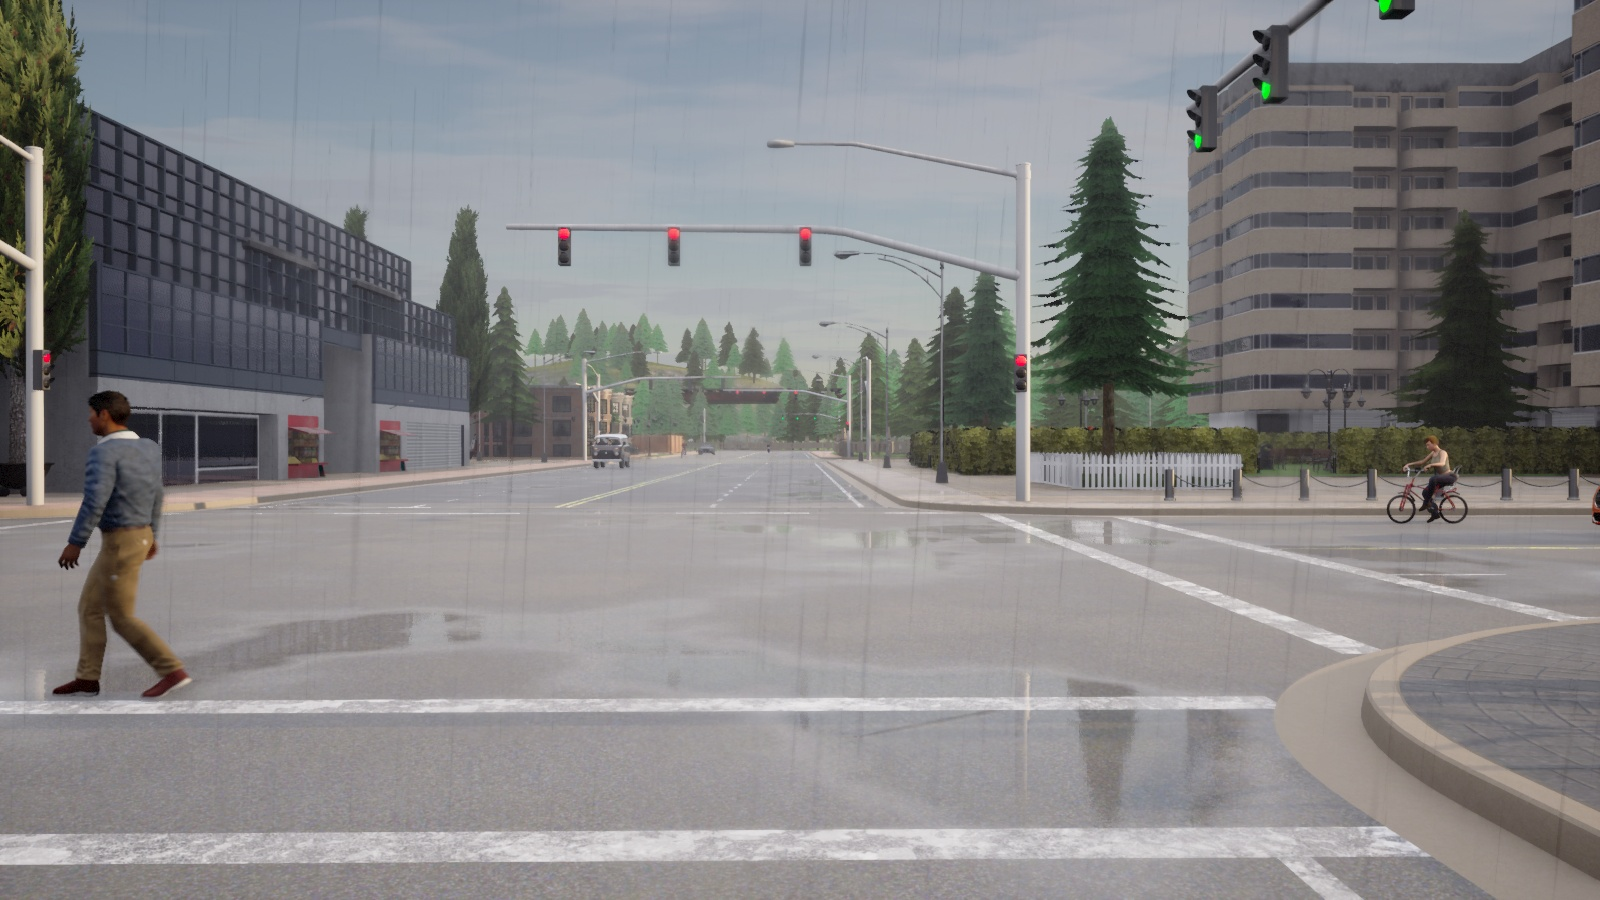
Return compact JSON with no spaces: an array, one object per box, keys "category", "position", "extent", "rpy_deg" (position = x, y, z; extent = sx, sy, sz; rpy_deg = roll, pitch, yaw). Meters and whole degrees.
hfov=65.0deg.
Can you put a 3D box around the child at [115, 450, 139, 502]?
[{"category":"child","position":[-15.669,0.607,29.236],"extent":[0.343,1.192,0.448],"rpy_deg":[0,0,-3]}]

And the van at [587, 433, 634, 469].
[{"category":"van","position":[-11.067,0.046,73.604],"extent":[2.069,2.038,4.480],"rpy_deg":[0,0,0]}]

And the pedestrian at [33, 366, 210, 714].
[{"category":"pedestrian","position":[-3.906,0.504,7.258],"extent":[0.788,1.949,0.423],"rpy_deg":[0,0,-2]}]

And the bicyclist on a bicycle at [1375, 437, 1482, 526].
[{"category":"bicyclist on a bicycle","position":[11.464,0.563,22.946],"extent":[1.509,1.612,0.866],"rpy_deg":[0,0,0]}]

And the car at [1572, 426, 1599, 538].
[{"category":"car","position":[14.889,0.507,19.479],"extent":[4.553,1.767,2.097],"rpy_deg":[0,0,0]}]
